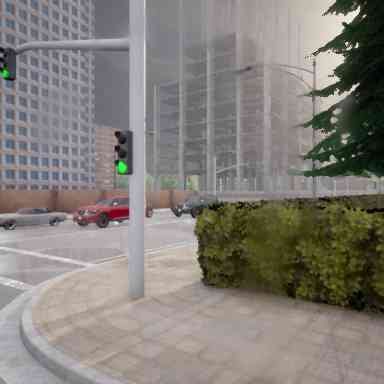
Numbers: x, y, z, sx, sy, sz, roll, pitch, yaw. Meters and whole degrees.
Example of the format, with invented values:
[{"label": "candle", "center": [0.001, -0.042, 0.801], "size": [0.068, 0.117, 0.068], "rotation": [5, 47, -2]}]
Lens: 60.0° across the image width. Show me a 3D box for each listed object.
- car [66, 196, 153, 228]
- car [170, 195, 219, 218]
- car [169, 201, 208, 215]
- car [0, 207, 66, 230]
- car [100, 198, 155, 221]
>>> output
[{"label": "car", "center": [-5.508, 1.277, 23.168], "size": [2.150, 2.045, 5.566], "rotation": [0, 0, 33]}, {"label": "car", "center": [0.528, 1.277, 31.595], "size": [2.150, 2.045, 5.566], "rotation": [0, 0, 36]}, {"label": "car", "center": [-0.309, 1.656, 36.444], "size": [1.895, 1.301, 4.718], "rotation": [0, 0, 36]}, {"label": "car", "center": [-10.750, 1.656, 21.801], "size": [1.895, 1.301, 4.718], "rotation": [0, 0, 35]}, {"label": "car", "center": [-5.536, 1.407, 29.130], "size": [2.097, 1.767, 4.553], "rotation": [0, 0, 35]}]
